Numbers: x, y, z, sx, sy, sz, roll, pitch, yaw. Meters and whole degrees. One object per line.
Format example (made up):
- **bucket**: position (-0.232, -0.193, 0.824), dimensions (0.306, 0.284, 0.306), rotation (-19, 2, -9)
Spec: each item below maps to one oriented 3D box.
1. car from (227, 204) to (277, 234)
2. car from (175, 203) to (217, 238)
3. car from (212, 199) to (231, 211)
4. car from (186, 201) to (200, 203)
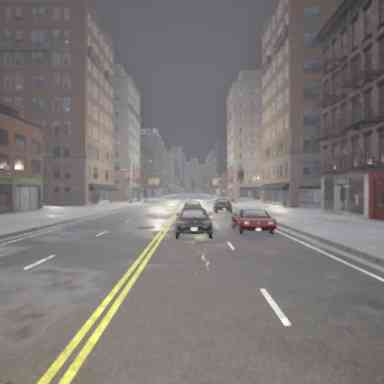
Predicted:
- **car**: position (3.350, 1.598, 18.968), dimensions (1.895, 1.301, 4.718), rotation (0, 0, 0)
- **car**: position (0.098, 1.523, 17.460), dimensions (1.812, 1.442, 4.674), rotation (0, 0, 0)
- **car**: position (3.347, 1.501, 36.879), dimensions (1.837, 1.490, 4.892), rotation (0, 0, 0)
- **car**: position (0.097, 1.597, 34.889), dimensions (1.895, 1.301, 4.718), rotation (0, 0, 0)
